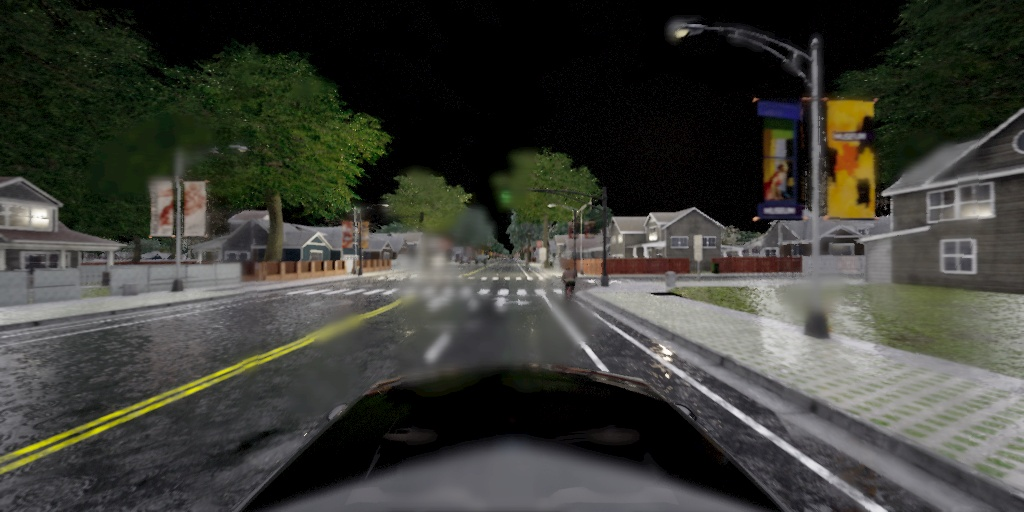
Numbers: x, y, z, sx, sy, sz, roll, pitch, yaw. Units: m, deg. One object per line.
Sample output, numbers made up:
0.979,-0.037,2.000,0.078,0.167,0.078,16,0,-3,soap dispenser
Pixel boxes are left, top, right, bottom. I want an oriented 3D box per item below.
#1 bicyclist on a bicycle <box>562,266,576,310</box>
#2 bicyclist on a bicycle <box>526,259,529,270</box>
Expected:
2.250,1.231,14.079,0.582,1.620,1.656,0,-1,0,bicyclist on a bicycle
2.248,1.302,52.077,0.582,1.620,1.656,0,0,0,bicyclist on a bicycle
